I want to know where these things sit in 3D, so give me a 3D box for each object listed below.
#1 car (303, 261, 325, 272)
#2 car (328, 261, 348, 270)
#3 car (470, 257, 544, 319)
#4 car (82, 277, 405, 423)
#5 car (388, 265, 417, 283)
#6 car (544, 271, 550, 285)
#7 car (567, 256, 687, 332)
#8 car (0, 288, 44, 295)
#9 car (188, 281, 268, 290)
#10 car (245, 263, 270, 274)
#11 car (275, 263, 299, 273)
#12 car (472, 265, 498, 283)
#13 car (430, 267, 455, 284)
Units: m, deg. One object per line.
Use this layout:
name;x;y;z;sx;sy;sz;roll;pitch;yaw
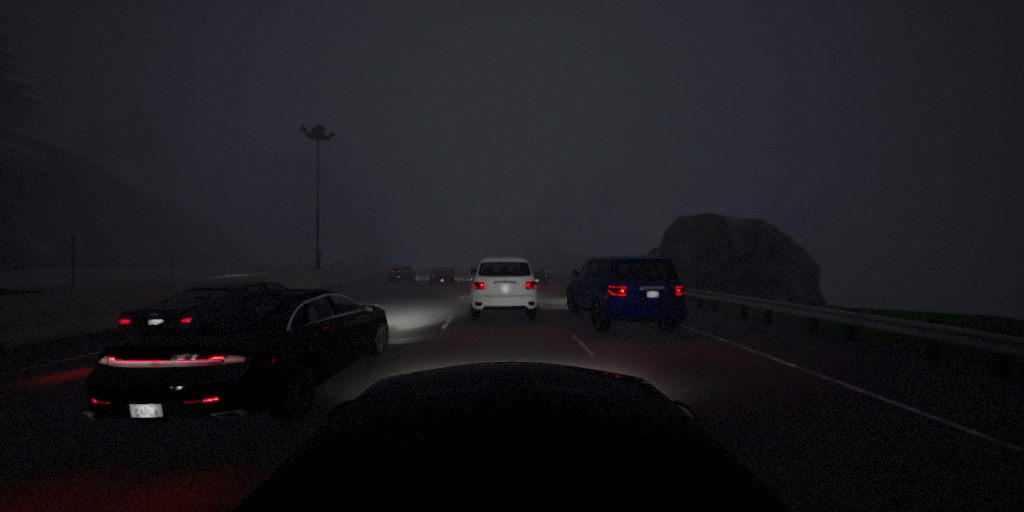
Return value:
car;-29.222;1.556;52.987;2.097;1.767;4.553;0;0;-17
car;-25.410;1.543;52.469;2.097;1.767;4.553;0;0;-17
car;-0.371;1.059;13.406;2.150;2.045;5.566;0;0;-4
car;-3.545;1.281;5.850;2.128;1.511;4.902;0;0;-1
car;-9.456;1.484;31.113;2.128;1.511;4.902;0;0;-9
car;1.552;1.547;28.647;1.895;1.301;4.718;0;0;-8
car;3.259;1.035;11.316;2.150;2.045;5.566;0;0;-3
car;-17.934;1.464;10.830;1.895;1.301;4.718;0;0;-3
car;-7.148;1.374;9.574;2.033;1.411;5.357;0;0;-3
car;-35.804;1.696;50.626;2.128;1.511;4.902;0;0;-17
car;-32.520;1.752;51.931;2.033;1.411;5.357;0;0;-17
car;-2.410;1.540;31.323;1.994;1.385;4.181;0;0;-9
car;-5.610;1.570;29.319;1.895;1.301;4.718;0;0;-9
